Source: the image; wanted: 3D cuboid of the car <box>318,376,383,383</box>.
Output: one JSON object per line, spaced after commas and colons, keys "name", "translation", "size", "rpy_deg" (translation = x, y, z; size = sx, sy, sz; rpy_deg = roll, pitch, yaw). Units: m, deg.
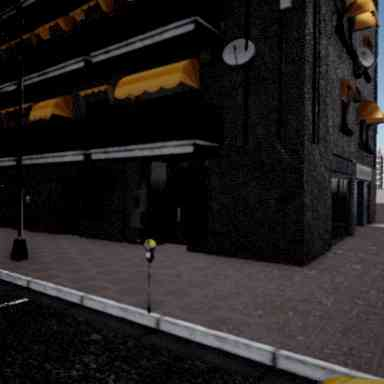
{"name": "car", "translation": [2.542, 1.530, 1.053], "size": [4.829, 1.417, 1.752], "rpy_deg": [0, 1, 35]}
